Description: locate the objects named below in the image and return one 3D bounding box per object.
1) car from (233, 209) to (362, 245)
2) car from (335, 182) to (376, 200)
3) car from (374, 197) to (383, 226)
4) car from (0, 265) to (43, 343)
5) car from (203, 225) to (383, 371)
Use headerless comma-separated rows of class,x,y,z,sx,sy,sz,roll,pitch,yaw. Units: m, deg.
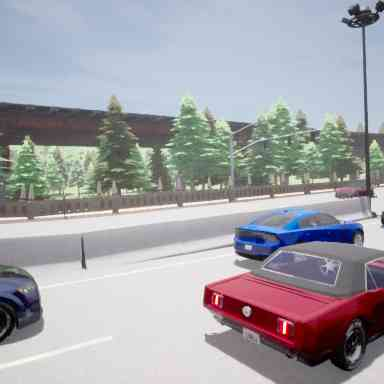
car,3.561,1.283,10.630,5.008,1.535,1.882,-3,2,-36
car,16.118,-0.176,32.871,4.553,1.767,2.097,-4,3,-36
car,10.840,0.879,15.875,4.181,1.385,1.994,-4,2,-36
car,-4.489,1.563,4.847,4.181,1.385,1.994,0,0,-36
car,2.573,1.528,5.607,4.718,1.301,1.895,-2,1,-36
